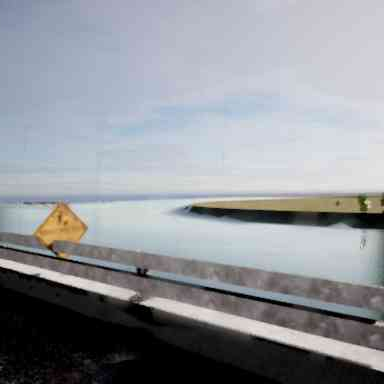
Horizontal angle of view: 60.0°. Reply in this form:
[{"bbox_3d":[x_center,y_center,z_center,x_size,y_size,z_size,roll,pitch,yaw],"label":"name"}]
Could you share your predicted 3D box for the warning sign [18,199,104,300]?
[{"bbox_3d":[-2.785,1.111,7.136,1.060,1.860,1.300,-1,0,36],"label":"warning sign"}]
